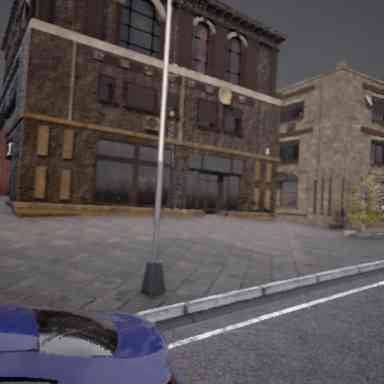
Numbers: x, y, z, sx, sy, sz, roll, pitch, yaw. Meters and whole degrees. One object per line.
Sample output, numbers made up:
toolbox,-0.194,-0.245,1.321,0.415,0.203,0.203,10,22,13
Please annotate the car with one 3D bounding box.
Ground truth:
car,-2.188,1.524,1.787,4.674,1.442,1.812,0,0,-35
